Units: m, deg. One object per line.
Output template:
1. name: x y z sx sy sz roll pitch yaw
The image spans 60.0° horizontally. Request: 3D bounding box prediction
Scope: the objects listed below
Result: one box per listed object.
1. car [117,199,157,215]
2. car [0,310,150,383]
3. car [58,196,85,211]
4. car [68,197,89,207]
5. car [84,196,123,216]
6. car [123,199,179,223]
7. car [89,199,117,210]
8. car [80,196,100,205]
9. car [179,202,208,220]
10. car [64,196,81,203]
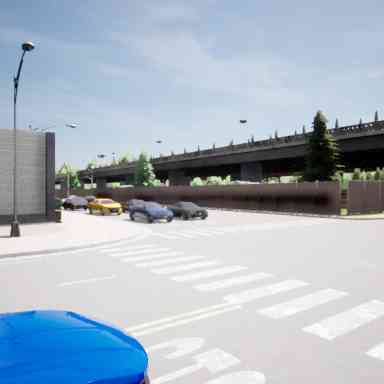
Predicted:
1. car: -5.897 1.492 34.832 2.033 1.411 5.357 0 0 -35
2. car: -2.609 1.478 1.913 5.008 1.535 1.882 0 0 -36
3. car: -14.259 1.492 40.508 2.033 1.411 5.357 0 0 -36
4. car: -17.429 1.470 51.082 1.812 1.442 4.674 0 0 -35
5. car: -8.561 1.422 32.529 1.882 1.535 5.008 0 0 -36
6. car: -3.193 1.470 25.025 1.812 1.442 4.674 0 0 -36
7. car: -11.468 1.545 42.640 1.895 1.301 4.718 0 0 -35
8. car: -17.814 1.422 57.839 1.882 1.535 5.008 0 0 -36
9. car: -0.531 1.508 27.316 1.994 1.385 4.181 0 0 -36
10. car: -23.742 1.469 65.957 1.812 1.442 4.674 0 0 -36
